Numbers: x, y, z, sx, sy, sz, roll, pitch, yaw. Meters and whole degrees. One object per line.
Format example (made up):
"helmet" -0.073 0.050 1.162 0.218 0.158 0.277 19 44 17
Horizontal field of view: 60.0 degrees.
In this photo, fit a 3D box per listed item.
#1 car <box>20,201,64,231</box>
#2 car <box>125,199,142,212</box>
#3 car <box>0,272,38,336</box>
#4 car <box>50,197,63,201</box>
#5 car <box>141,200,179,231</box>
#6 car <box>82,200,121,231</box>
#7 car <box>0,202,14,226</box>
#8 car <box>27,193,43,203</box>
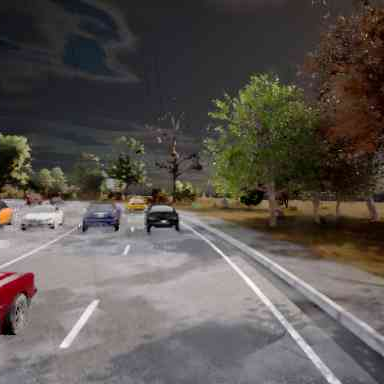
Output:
"car" -9.350 1.548 21.151 1.812 1.442 4.674 0 0 -12
"car" -6.598 1.500 38.589 1.882 1.535 5.008 0 0 -18
"car" -3.575 1.612 3.720 1.895 1.301 4.718 0 0 -2
"car" -24.065 1.600 59.217 1.994 1.385 4.181 0 0 -30
"car" -1.985 1.487 20.791 1.882 1.535 5.008 0 0 -10
"car" -5.599 1.368 21.049 2.097 1.767 4.553 0 0 -10
"car" -12.851 1.381 20.763 2.097 1.767 4.553 0 0 -12
"car" -27.702 1.255 58.530 2.150 2.045 5.566 0 0 -31
